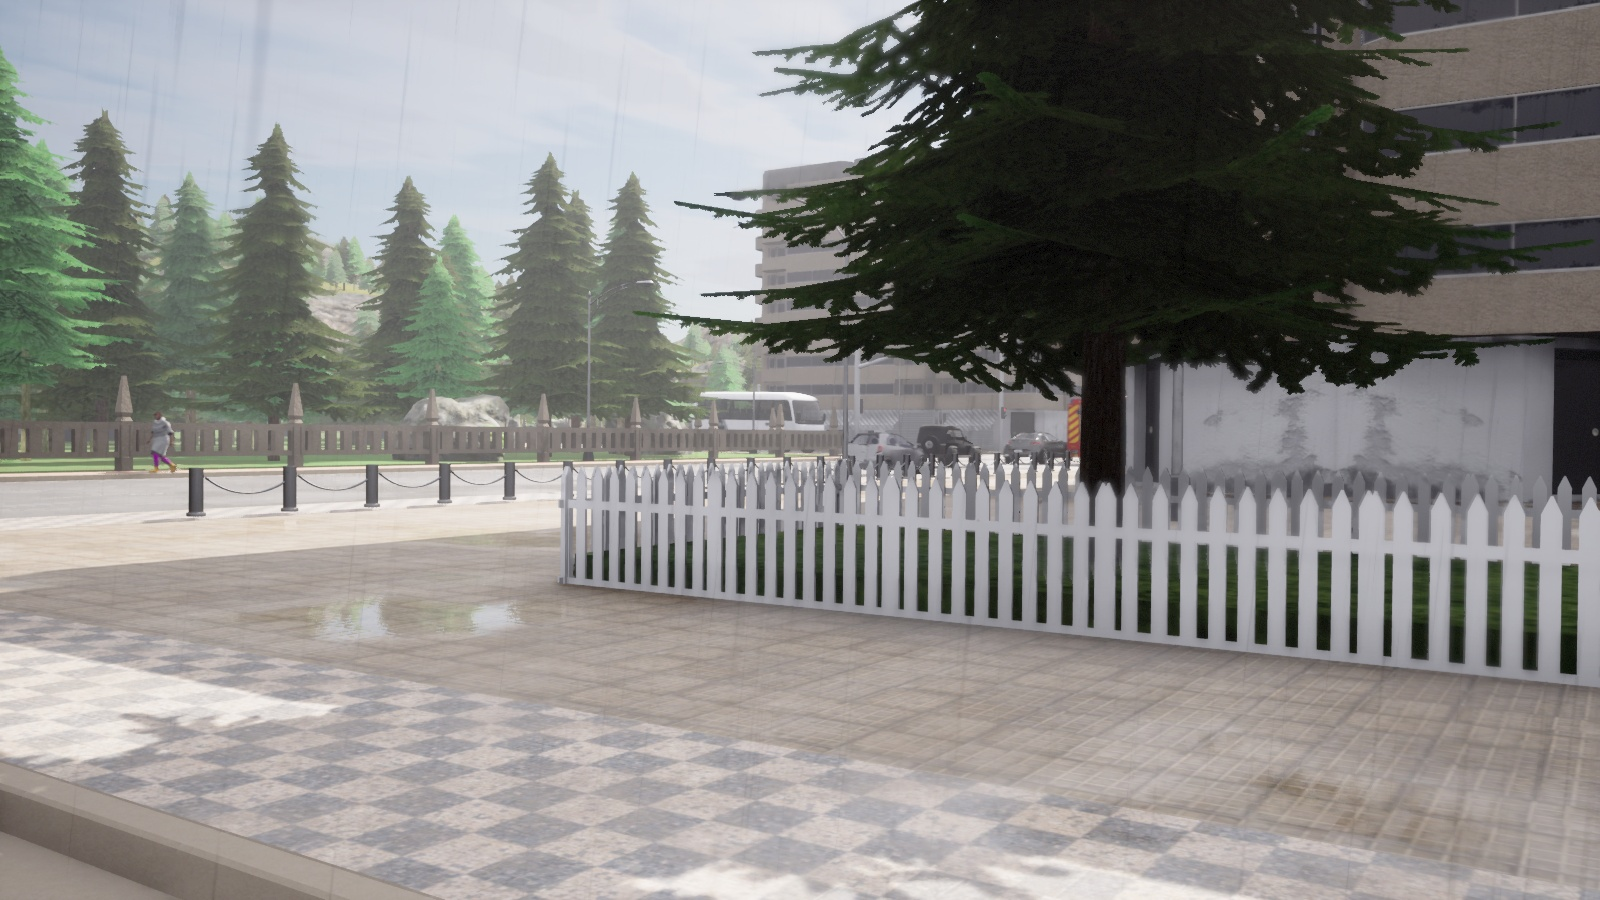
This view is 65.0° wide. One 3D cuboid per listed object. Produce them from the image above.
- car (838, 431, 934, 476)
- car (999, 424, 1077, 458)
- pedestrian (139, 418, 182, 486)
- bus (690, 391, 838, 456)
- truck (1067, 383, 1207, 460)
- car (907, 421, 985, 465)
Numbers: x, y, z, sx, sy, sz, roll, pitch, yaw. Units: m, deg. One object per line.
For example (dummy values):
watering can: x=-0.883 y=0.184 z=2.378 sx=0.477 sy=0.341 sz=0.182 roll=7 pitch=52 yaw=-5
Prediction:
car: x=3.114 y=0.107 z=44.674 sx=1.845 sy=1.501 sz=3.633 roll=0 pitch=1 yaw=34
car: x=12.344 y=-0.492 z=64.938 sx=2.152 sy=1.651 sz=5.027 roll=0 pitch=1 yaw=33
pedestrian: x=-18.576 y=0.060 z=36.494 sx=0.659 sy=1.952 sz=0.873 roll=0 pitch=1 yaw=33
bus: x=-2.613 y=-1.875 z=87.718 sx=10.273 sy=4.253 sz=3.944 roll=2 pitch=2 yaw=40
truck: x=17.872 y=-1.527 z=66.207 sx=8.468 sy=3.827 sz=2.891 roll=-2 pitch=1 yaw=-42
car: x=6.579 y=-0.303 z=56.241 sx=1.905 sy=1.878 sz=3.866 roll=0 pitch=0 yaw=34
